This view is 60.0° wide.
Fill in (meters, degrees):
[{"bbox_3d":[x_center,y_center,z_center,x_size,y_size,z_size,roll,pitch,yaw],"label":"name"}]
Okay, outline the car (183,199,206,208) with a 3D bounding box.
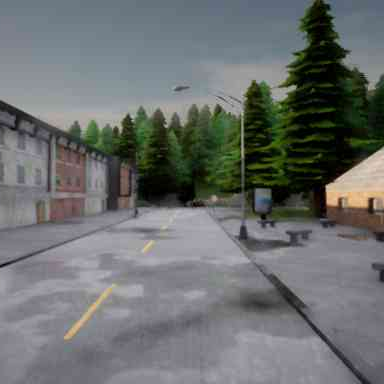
[{"bbox_3d":[0.495,2.191,63.717,4.553,1.767,2.097,1,-1,-35],"label":"car"}]
